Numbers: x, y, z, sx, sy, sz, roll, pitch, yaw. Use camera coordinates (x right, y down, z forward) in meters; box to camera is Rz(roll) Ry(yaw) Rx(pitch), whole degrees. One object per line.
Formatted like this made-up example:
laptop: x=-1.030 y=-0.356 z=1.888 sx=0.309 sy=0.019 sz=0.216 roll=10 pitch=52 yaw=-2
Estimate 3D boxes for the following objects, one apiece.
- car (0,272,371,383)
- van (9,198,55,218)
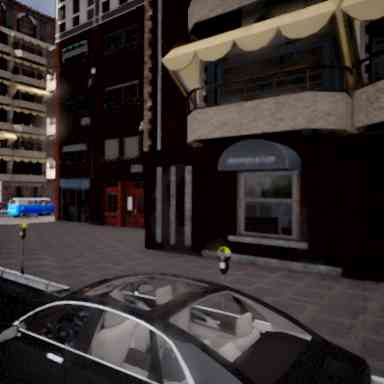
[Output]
car: x=-0.633 y=1.532 z=3.330 sx=4.403 sy=1.369 sz=2.008 roll=1 pitch=0 yaw=36
van: x=-14.856 y=1.465 z=31.018 sx=1.690 sy=1.788 sz=3.998 roll=-1 pitch=-2 yaw=35
